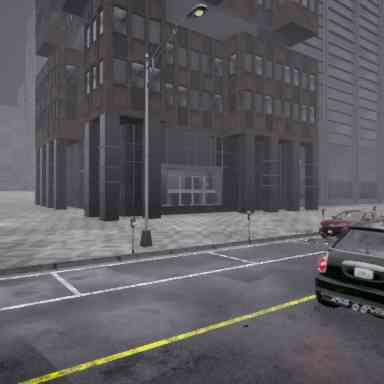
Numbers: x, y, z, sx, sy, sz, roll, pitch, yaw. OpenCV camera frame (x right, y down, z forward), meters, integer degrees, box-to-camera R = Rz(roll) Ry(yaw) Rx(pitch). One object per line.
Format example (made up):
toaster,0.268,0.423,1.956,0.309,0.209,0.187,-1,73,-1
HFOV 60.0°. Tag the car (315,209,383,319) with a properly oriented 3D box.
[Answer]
car,4.537,1.352,6.670,4.553,1.767,2.097,0,0,-35
